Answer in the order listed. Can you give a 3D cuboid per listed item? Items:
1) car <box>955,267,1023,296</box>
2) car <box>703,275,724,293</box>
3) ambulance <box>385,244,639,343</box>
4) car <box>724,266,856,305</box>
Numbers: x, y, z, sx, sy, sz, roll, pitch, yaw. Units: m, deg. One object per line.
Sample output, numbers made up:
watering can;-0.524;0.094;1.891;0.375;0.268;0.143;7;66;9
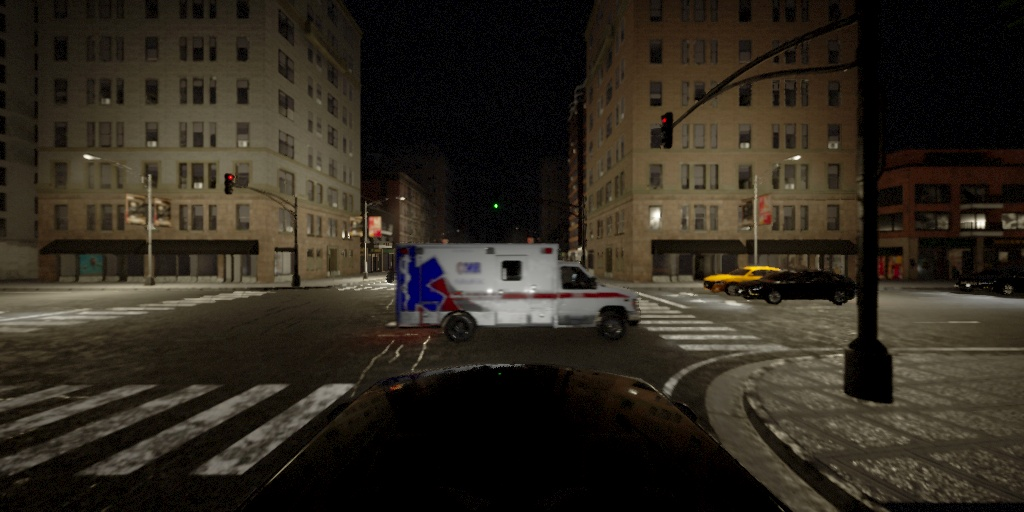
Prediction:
car;27.510;1.363;19.725;4.892;1.490;1.837;0;0;0
car;13.180;1.339;19.689;5.008;1.535;1.882;0;0;0
ambulance;0.076;0.909;9.777;6.366;2.431;2.351;0;0;0
car;12.844;1.371;16.442;4.892;1.490;1.837;0;0;-1
